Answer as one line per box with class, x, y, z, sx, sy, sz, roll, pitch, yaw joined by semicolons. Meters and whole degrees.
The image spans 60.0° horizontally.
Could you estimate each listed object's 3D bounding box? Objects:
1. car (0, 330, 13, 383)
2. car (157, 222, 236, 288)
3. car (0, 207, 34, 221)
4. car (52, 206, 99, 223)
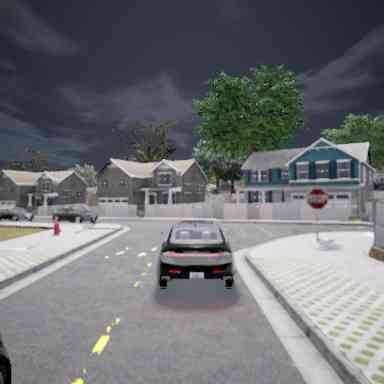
car;-2.829;1.583;1.695;1.994;1.385;4.181;0;-1;0
car;0.102;1.594;9.536;2.128;1.511;4.902;0;-1;0
car;-18.622;2.357;34.909;4.902;1.511;2.128;-2;-3;30
car;-10.544;2.063;29.997;4.892;1.490;1.837;-2;-3;32
